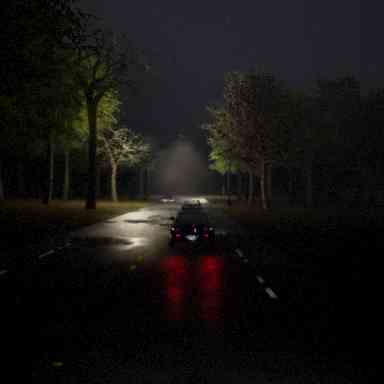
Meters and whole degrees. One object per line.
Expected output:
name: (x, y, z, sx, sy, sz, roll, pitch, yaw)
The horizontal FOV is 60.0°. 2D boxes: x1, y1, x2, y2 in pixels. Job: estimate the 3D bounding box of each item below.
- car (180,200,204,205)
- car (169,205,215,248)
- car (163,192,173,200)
car: (0.000, 1.460, 29.648, 2.128, 1.511, 4.902, 0, 0, 0)
car: (0.000, 1.521, 14.650, 1.812, 1.442, 4.674, 0, 0, 0)
car: (-5.531, 0.854, 77.365, 2.097, 1.767, 4.553, 0, 1, -7)
